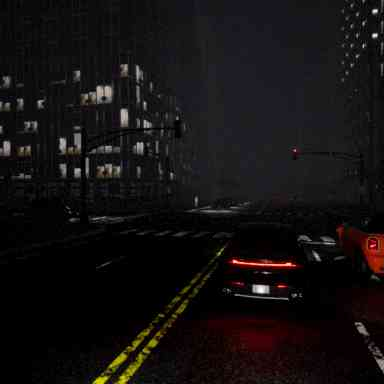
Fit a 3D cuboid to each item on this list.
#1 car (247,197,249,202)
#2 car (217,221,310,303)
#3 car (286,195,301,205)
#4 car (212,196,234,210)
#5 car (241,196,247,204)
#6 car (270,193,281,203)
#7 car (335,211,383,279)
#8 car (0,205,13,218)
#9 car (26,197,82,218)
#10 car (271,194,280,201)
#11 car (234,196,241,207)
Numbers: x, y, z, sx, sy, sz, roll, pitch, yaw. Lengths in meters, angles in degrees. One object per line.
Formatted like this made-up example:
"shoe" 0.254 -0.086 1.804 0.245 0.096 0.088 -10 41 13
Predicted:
"car" 10.993 1.497 70.504 1.994 1.385 4.181 0 0 14
"car" 1.839 1.501 8.342 1.837 1.490 4.892 0 0 14
"car" 18.455 1.479 59.905 1.812 1.442 4.674 0 0 14
"car" 3.843 1.501 42.864 1.812 1.442 4.674 0 0 14
"car" 8.455 1.482 60.844 1.812 1.442 4.674 0 0 15
"car" 17.647 1.158 70.284 2.150 2.045 5.566 0 0 14
"car" 5.707 1.347 9.950 2.097 1.767 4.553 0 0 14
"car" -16.809 1.434 27.175 4.313 1.339 1.947 1 1 15
"car" -11.808 1.216 28.622 4.553 1.767 2.097 1 1 15
"car" 20.215 1.236 80.349 1.882 1.535 5.008 0 0 14
"car" 6.132 1.471 51.846 1.837 1.490 4.892 0 0 14
